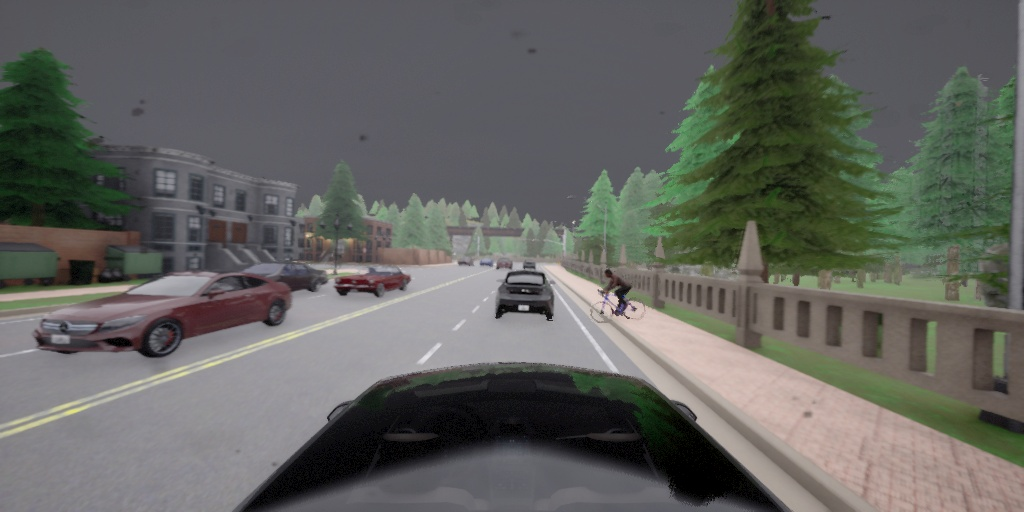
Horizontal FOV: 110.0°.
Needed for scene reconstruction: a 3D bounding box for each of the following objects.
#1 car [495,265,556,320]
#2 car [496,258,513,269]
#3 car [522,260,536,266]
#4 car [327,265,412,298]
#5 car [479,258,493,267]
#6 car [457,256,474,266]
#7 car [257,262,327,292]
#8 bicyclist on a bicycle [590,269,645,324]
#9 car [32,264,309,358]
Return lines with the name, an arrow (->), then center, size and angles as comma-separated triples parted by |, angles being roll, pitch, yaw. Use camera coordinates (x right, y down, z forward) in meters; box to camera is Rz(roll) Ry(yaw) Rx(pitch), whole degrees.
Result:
car -> 0.488, 1.265, 12.827 | 1.837, 1.490, 4.892 | 2, 0, 3
car -> -1.018, 1.043, 51.779 | 2.097, 1.767, 4.553 | 2, 0, 3
car -> 2.516, 1.312, 52.487 | 1.837, 1.490, 4.892 | 2, 0, 3
car -> -6.438, 1.130, 17.070 | 1.895, 1.301, 4.718 | 2, 0, 3
car -> -4.248, 1.058, 59.975 | 1.882, 1.535, 5.008 | 2, 0, 3
car -> -7.738, 0.816, 60.120 | 2.097, 1.767, 4.553 | 2, 0, 3
car -> -10.037, 0.958, 15.345 | 2.033, 1.411, 5.357 | 2, 0, 3
bicyclist on a bicycle -> 3.152, 1.206, 10.862 | 1.656, 1.620, 0.582 | -6, 0, 3
car -> -6.914, 1.044, 7.921 | 1.812, 1.442, 4.674 | 2, 0, 3
